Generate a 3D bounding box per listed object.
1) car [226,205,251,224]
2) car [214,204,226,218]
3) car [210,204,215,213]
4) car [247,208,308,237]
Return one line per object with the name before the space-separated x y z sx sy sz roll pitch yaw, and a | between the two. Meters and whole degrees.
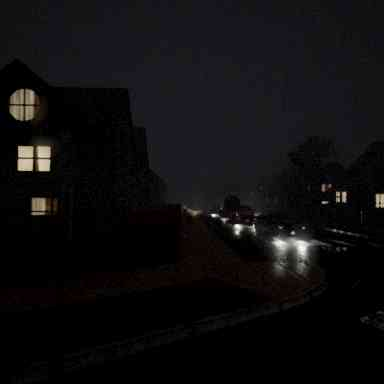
car | 4.852 2.047 31.676 2.097 1.767 4.553 1 -2 -2
car | 4.487 2.557 43.006 2.033 1.411 5.357 1 -2 -2
car | 4.101 2.909 57.590 2.128 1.511 4.902 1 -2 -2
car | 5.333 1.948 20.940 2.033 1.411 5.357 1 -2 -5
